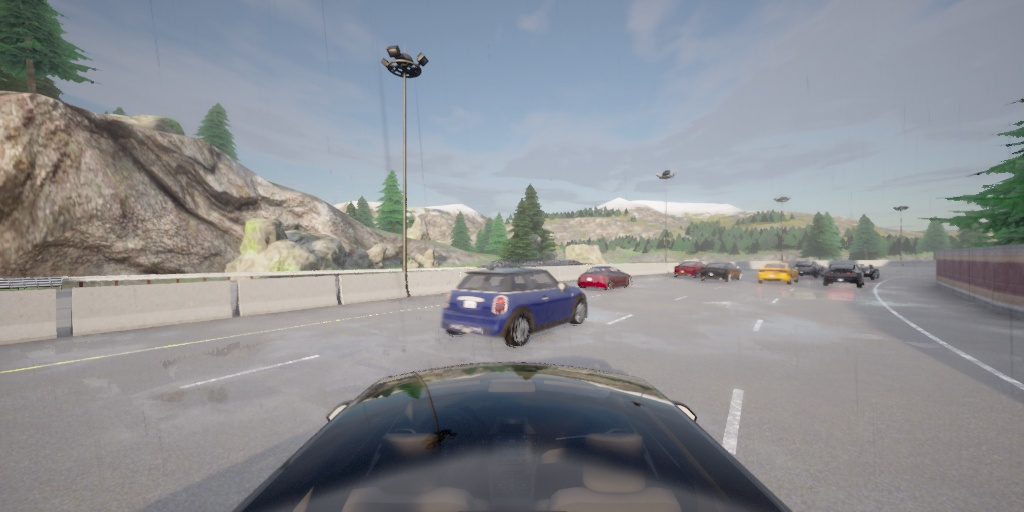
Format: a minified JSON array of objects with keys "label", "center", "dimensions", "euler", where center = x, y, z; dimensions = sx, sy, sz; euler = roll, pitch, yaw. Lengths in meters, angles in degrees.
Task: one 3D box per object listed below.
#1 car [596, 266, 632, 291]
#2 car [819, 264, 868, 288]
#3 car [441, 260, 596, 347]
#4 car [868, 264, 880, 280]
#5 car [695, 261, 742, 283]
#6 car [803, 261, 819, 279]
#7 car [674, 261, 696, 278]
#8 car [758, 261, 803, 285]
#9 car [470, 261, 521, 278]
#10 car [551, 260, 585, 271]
[{"label":"car","center":[5.780,1.313,22.126],"dimensions":[1.994,1.385,4.181],"euler":[0,0,41]},{"label":"car","center":[22.399,1.254,24.182],"dimensions":[4.892,1.490,1.837],"euler":[0,0,-43]},{"label":"car","center":[0.306,1.101,9.710],"dimensions":[2.097,1.767,4.553],"euler":[0,0,35]},{"label":"car","center":[30.309,1.350,31.050],"dimensions":[4.718,1.301,1.895],"euler":[0,0,-39]},{"label":"car","center":[16.626,1.227,28.387],"dimensions":[5.008,1.535,1.882],"euler":[0,0,-44]},{"label":"car","center":[27.545,1.241,33.294],"dimensions":[4.902,1.511,2.128],"euler":[0,0,-39]},{"label":"car","center":[16.883,1.227,33.385],"dimensions":[5.008,1.535,1.882],"euler":[0,0,-43]},{"label":"car","center":[19.637,1.227,26.382],"dimensions":[5.008,1.535,1.882],"euler":[0,0,-44]},{"label":"car","center":[-1.553,1.241,35.159],"dimensions":[2.128,1.511,4.902],"euler":[0,0,44]},{"label":"car","center":[7.647,1.256,48.858],"dimensions":[4.892,1.490,1.837],"euler":[1,-1,-41]}]
